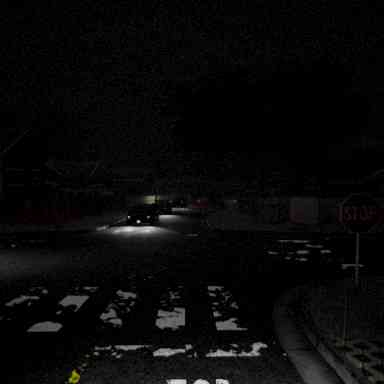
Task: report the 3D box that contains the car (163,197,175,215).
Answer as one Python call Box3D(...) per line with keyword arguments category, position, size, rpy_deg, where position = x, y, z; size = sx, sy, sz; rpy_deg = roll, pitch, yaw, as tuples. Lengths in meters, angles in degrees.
Box3D(category="car", position=(-3.192, 1.557, 34.826), size=(1.812, 1.442, 4.674), rpy_deg=(0, 0, 4))

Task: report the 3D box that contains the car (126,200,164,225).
Box3D(category="car", position=(-3.500, 1.563, 24.555), size=(2.033, 1.411, 5.357), rpy_deg=(0, 0, 0))

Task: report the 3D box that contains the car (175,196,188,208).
Box3D(category="car", position=(-1.920, 1.415, 48.816), size=(2.097, 1.767, 4.553), rpy_deg=(0, 0, 7))

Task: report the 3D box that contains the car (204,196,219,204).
Box3D(category="car", position=(3.885, 1.640, 66.371), size=(2.033, 1.411, 5.357), rpy_deg=(1, 0, 13))

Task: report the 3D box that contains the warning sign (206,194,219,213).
Box3D(category="warning sign", position=(2.081, 1.160, 33.906), size=(1.300, 1.860, 1.060), rpy_deg=(3, 3, 3))

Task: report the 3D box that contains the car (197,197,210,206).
Box3D(category="car", position=(2.054, 1.616, 56.273), size=(1.812, 1.442, 4.674), rpy_deg=(0, 0, 10))
